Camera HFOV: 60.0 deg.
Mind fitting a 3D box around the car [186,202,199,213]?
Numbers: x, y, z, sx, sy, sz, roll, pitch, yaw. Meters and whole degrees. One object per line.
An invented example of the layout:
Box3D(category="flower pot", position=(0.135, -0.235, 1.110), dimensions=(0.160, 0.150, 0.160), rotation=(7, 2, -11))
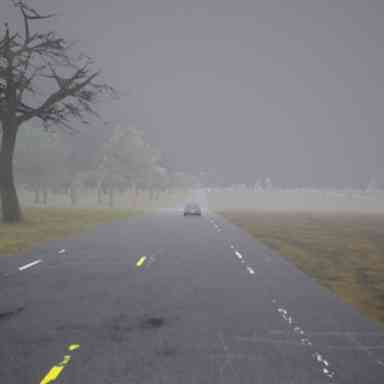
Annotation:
Box3D(category="car", position=(0.067, 2.260, 48.925), dimensions=(1.837, 1.490, 4.892), rotation=(0, -1, 0))

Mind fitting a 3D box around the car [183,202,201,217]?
Box3D(category="car", position=(0.042, 2.052, 37.353), dimensions=(1.994, 1.385, 4.181), rotation=(0, -1, 0))
